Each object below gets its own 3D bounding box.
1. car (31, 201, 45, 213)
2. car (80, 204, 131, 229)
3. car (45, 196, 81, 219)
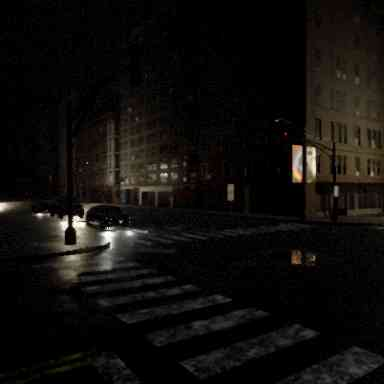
[{"bbox_3d":[-18.353,1.792,40.667,2.033,1.411,5.357,0,0,-36],"label":"car"},{"bbox_3d":[-5.989,1.689,23.383,1.837,1.490,4.892,0,0,-36],"label":"car"},{"bbox_3d":[-12.039,1.433,31.828,2.150,2.045,5.566,0,0,-35],"label":"car"}]
